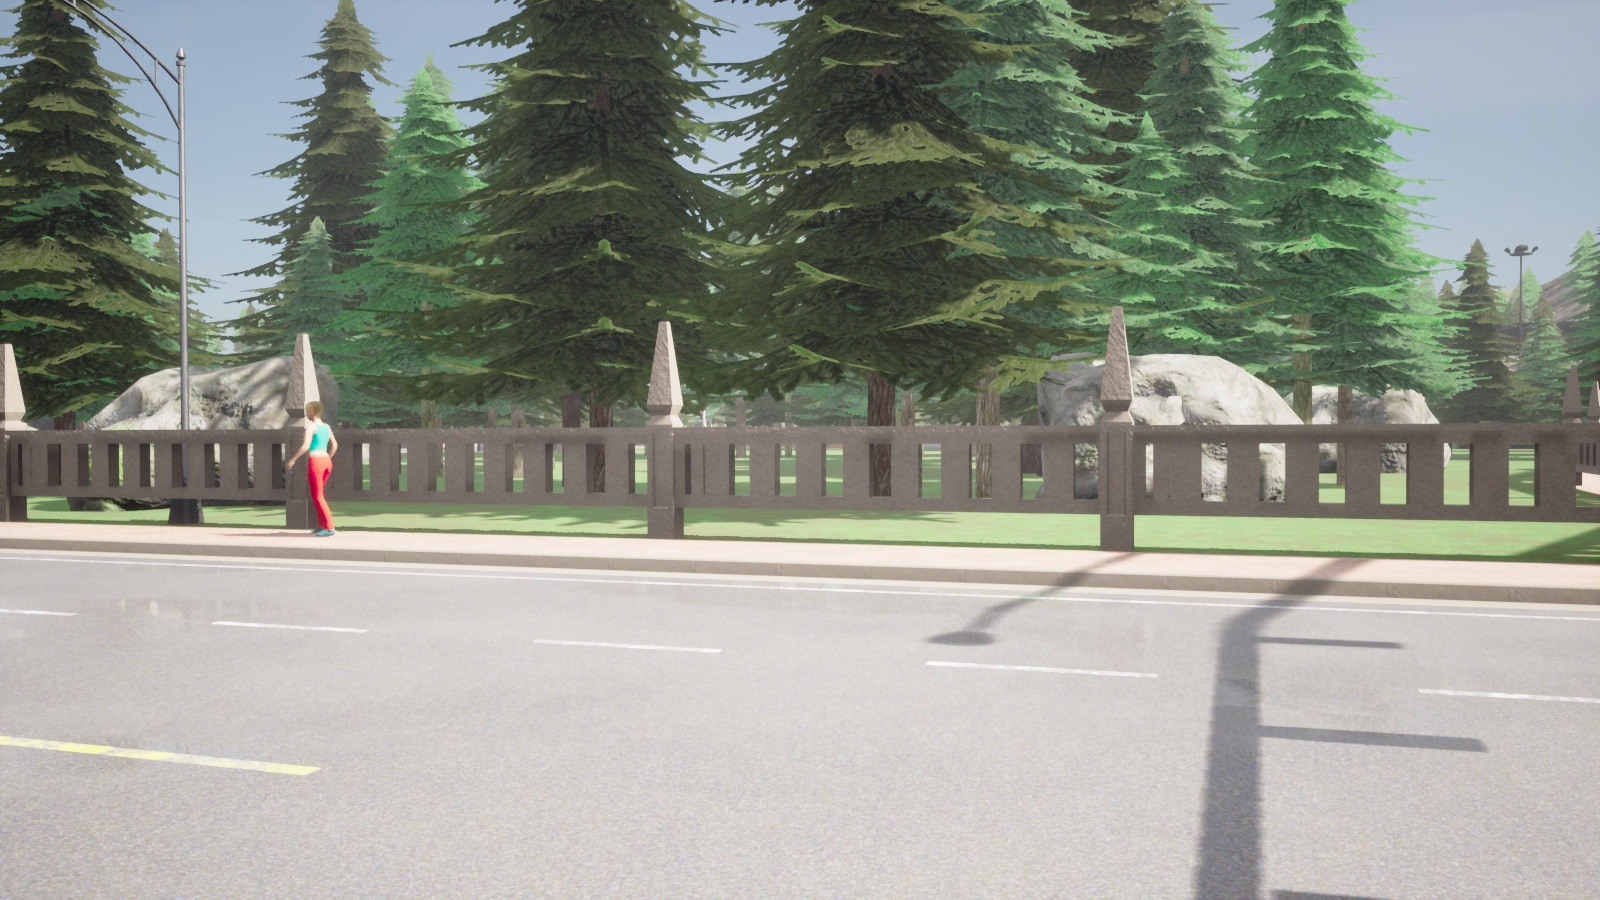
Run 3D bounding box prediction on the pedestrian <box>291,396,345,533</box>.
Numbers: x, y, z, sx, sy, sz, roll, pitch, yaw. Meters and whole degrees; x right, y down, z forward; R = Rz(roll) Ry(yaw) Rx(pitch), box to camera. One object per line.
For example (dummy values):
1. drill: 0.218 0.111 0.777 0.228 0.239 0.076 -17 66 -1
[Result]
1. pedestrian: -6.522 0.189 16.985 0.594 1.836 0.345 0 1 17
